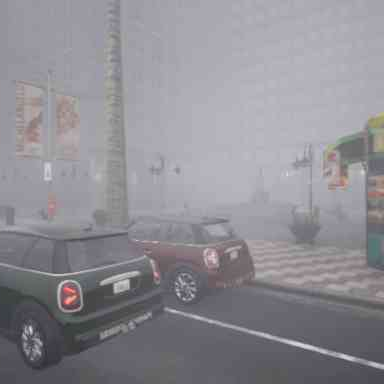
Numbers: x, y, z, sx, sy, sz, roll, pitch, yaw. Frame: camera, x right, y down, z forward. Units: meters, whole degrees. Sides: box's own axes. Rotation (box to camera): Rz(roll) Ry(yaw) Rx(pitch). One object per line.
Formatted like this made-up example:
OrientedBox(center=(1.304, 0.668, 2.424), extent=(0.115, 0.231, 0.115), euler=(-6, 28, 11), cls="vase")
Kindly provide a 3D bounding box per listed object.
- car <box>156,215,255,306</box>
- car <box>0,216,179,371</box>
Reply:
OrientedBox(center=(-0.845, 1.353, 8.275), extent=(4.553, 1.767, 2.185), euler=(0, 0, 35), cls="car")
OrientedBox(center=(-2.716, 1.350, 5.932), extent=(4.553, 1.767, 2.097), euler=(0, 0, 36), cls="car")
